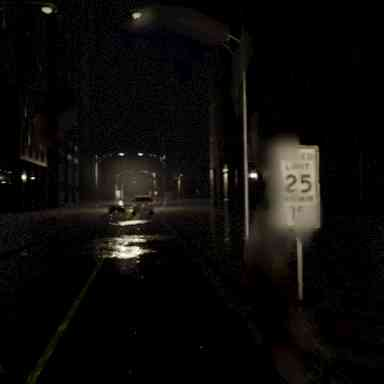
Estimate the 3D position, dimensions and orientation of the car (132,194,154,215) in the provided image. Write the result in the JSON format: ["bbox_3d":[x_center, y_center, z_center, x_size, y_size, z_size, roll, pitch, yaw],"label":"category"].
[{"bbox_3d":[-5.379,1.429,36.584,2.150,2.045,5.566,-1,0,-8],"label":"car"}]

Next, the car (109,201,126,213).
[{"bbox_3d":[-9.104,1.825,40.915,2.033,1.411,5.357,-1,0,-9],"label":"car"}]
